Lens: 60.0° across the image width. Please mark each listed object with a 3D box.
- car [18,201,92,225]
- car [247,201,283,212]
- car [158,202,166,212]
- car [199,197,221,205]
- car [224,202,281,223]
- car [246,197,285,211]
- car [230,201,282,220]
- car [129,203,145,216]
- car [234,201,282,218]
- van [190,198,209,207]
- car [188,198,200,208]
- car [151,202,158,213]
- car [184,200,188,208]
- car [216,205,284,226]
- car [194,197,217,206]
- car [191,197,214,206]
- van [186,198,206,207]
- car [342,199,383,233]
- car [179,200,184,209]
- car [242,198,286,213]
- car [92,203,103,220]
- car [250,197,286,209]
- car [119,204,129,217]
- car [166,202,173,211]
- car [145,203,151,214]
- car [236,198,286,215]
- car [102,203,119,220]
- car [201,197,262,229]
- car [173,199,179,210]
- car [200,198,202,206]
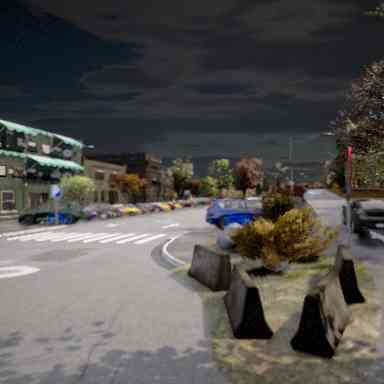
[{"bbox_3d":[-12.264,1.857,29.521,5.566,2.045,2.435,-1,-1,-5],"label":"car"},{"bbox_3d":[10.904,2.114,49.908,4.892,1.521,2.231,0,-1,-5],"label":"car"},{"bbox_3d":[-6.760,2.329,49.493,5.008,1.535,2.097,-1,-1,-4],"label":"car"},{"bbox_3d":[4.928,2.548,92.299,5.566,2.045,2.435,-1,-1,-5],"label":"car"},{"bbox_3d":[5.298,1.760,29.494,4.553,1.767,2.185,0,-1,-5],"label":"car"},{"bbox_3d":[11.680,1.894,52.816,5.566,2.045,2.435,0,0,-5],"label":"car"},{"bbox_3d":[6.159,1.792,32.408,4.553,1.767,2.185,0,0,-5],"label":"car"},{"bbox_3d":[-8.923,2.227,40.963,5.366,1.575,1.946,-1,-1,-5],"label":"car"},{"bbox_3d":[6.952,1.825,35.330,4.553,1.767,2.185,0,0,-5],"label":"car"},{"bbox_3d":[1.712,2.452,80.882,4.442,1.987,1.878,-1,-1,-5],"label":"van"},{"bbox_3d":[-1.325,2.426,69.478,4.553,1.767,2.185,-1,-1,-5],"label":"car"},{"bbox_3d":[-7.569,2.328,46.639,4.792,1.488,2.163,-1,-1,-5],"label":"car"},{"bbox_3d":[-3.607,2.485,60.925,4.792,1.488,2.163,-1,-1,-5],"label":"car"},{"bbox_3d":[4.538,1.854,26.576,4.892,1.521,2.231,0,0,-5],"label":"car"},{"bbox_3d":[3.418,2.485,86.612,5.566,2.045,2.435,-1,-1,-5],"label":"car"},{"bbox_3d":[2.635,2.454,83.758,5.566,2.045,2.435,-1,-1,-5],"label":"car"},{"bbox_3d":[0.930,2.421,78.029,4.442,1.987,1.878,-1,-1,-5],"label":"van"},{"bbox_3d":[8.929,1.120,16.941,1.837,1.490,4.892,-1,2,16],"label":"car"},{"bbox_3d":[-4.599,2.426,58.038,5.366,1.575,1.946,-1,-1,-5],"label":"car"},{"bbox_3d":[10.148,1.829,46.986,5.566,2.045,2.435,0,-1,-5],"label":"car"},{"bbox_3d":[-11.449,2.179,32.379,4.674,1.452,2.002,-1,-1,-5],"label":"car"},{"bbox_3d":[13.338,1.958,58.648,5.566,2.045,2.435,0,-1,-5],"label":"car"},{"bbox_3d":[-9.922,2.078,38.089,4.553,1.767,2.185,-1,-1,-5],"label":"car"},{"bbox_3d":[-6.162,2.362,52.331,5.366,1.575,1.946,-1,-1,-5],"label":"car"},{"bbox_3d":[-8.327,2.267,43.789,4.892,1.521,2.231,-1,-1,-5],"label":"car"},{"bbox_3d":[8.493,1.764,41.149,5.566,2.045,2.435,0,0,-5],"label":"car"},{"bbox_3d":[-10.673,2.172,35.234,4.892,1.521,2.231,-1,-1,-5],"label":"car"},{"bbox_3d":[3.759,1.570,23.678,5.566,2.045,2.435,0,-1,-5],"label":"car"},{"bbox_3d":[-5.197,2.392,55.212,5.008,1.535,2.097,-1,-1,-5],"label":"car"},{"bbox_3d":[-0.508,2.583,72.337,4.892,1.521,2.231,-1,-1,-5],"label":"car"}]
